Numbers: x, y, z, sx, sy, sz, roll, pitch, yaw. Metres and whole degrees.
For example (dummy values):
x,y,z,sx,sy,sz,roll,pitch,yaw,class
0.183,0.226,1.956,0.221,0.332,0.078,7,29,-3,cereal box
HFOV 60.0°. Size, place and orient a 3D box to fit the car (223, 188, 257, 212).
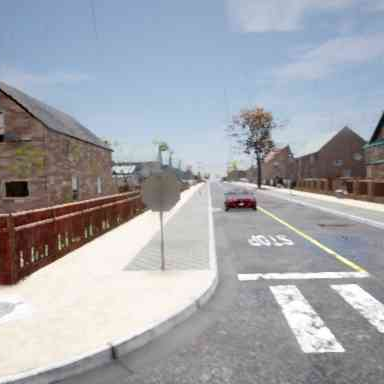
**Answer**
x,y,z,sx,sy,sz,roll,pitch,yaw,class
3.075,0.463,22.066,1.994,1.385,4.181,-2,2,3,car
